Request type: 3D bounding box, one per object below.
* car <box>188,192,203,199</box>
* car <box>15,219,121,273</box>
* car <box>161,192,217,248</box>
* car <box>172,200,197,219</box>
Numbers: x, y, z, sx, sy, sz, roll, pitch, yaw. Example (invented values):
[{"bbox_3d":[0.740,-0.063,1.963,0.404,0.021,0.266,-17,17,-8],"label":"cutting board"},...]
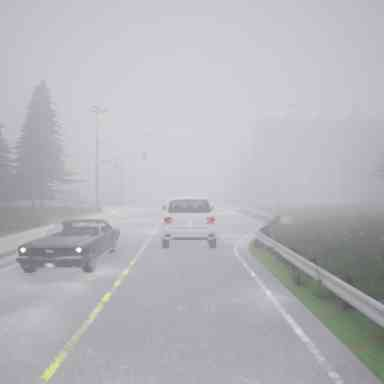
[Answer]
[{"bbox_3d":[0.996,0.950,94.210,1.905,1.878,3.866,-8,4,-44],"label":"car"},{"bbox_3d":[-3.682,1.580,10.768,1.895,1.301,4.718,0,0,-1],"label":"car"},{"bbox_3d":[-0.162,1.192,14.780,2.150,2.045,5.566,0,0,-2],"label":"car"},{"bbox_3d":[-0.681,1.487,29.393,2.033,1.411,5.357,0,0,-2],"label":"car"}]
